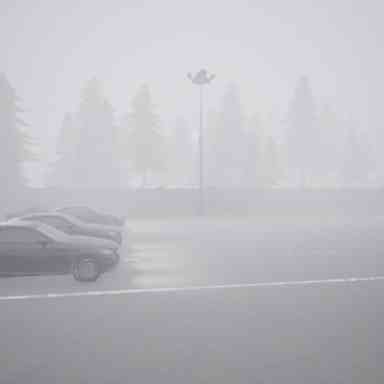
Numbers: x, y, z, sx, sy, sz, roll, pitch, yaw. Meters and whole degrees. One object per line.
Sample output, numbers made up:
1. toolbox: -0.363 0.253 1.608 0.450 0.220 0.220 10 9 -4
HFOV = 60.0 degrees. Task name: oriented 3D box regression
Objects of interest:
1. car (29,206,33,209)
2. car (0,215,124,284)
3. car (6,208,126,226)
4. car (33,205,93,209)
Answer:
1. car: -9.350 1.526 21.877 4.718 1.301 1.895 0 0 -11
2. car: -4.226 1.495 8.606 4.674 1.442 1.812 0 0 -11
3. car: -4.870 1.485 12.047 4.674 1.442 1.812 0 0 -11
4. car: -6.159 1.464 18.927 4.674 1.442 1.812 0 0 -11
